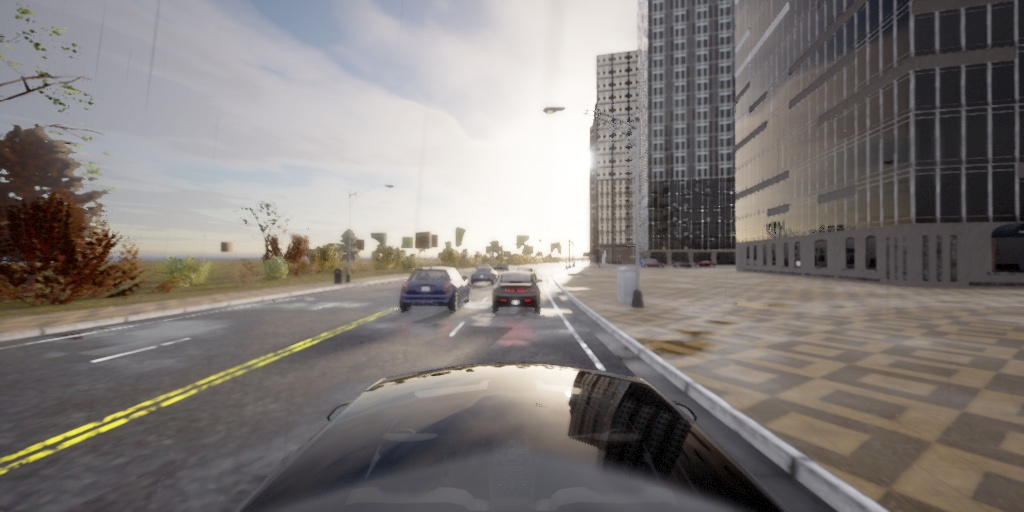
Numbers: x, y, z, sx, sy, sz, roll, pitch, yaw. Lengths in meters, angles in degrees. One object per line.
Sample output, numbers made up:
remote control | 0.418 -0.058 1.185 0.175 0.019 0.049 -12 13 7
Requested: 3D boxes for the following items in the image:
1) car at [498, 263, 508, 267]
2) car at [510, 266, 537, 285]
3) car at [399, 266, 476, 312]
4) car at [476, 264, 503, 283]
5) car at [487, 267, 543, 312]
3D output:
car | -1.914 1.917 60.792 1.895 1.301 4.718 0 -1 10
car | 1.052 1.587 29.810 1.994 1.385 4.181 0 0 5
car | -3.019 1.230 15.050 2.097 1.767 4.553 0 -1 3
car | -2.194 1.588 29.995 1.994 1.385 4.181 0 0 5
car | 0.232 1.386 15.034 1.837 1.490 4.892 0 0 3
